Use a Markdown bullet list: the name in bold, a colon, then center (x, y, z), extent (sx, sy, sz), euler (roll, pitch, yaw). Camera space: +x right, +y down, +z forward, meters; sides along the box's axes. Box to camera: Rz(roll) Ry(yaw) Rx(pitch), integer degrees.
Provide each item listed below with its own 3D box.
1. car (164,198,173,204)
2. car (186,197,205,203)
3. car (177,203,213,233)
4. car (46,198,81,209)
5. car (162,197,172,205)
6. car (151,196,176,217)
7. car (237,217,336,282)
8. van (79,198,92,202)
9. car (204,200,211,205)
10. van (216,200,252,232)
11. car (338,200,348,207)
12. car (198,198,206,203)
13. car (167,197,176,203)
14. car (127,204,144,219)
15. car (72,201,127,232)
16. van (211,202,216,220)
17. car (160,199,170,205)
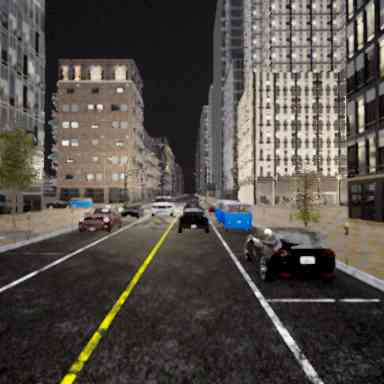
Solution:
- **car**: center (-5.689, 2.176, 81.471), extent (1.802, 1.307, 4.206), euler (1, 0, 0)
- **car**: center (0.093, 1.652, 38.672), extent (2.097, 1.767, 4.553), euler (0, 0, 0)
- **car**: center (0.098, 1.675, 21.049), extent (1.837, 1.490, 4.892), euler (0, 0, 0)
- **car**: center (-19.849, 2.008, 50.655), extent (4.403, 1.369, 2.008), euler (0, -1, 1)
- **car**: center (-5.686, 1.999, 75.822), extent (1.967, 1.590, 4.097), euler (1, 0, 0)
- **car**: center (-3.004, 1.493, 35.420), extent (2.150, 2.045, 5.566), euler (0, 0, 0)
- **car**: center (2.699, 1.646, 9.841), extent (1.947, 1.339, 4.313), euler (1, 0, 0)
- **van**: center (-19.742, 1.975, 59.037), extent (3.998, 1.788, 1.690), euler (0, -1, 1)
- **car**: center (2.696, 1.836, 37.726), extent (1.887, 1.381, 4.507), euler (1, 0, 0)
- **van**: center (2.701, 1.509, 20.998), extent (1.690, 1.788, 3.998), euler (1, 0, 0)
- **car**: center (27.961, 1.846, 58.442), extent (4.313, 1.339, 1.947), euler (0, -1, 1)
- **car**: center (2.691, 2.174, 87.123), extent (1.887, 1.381, 4.507), euler (1, 0, 0)
- **car**: center (-5.690, 2.217, 92.774), extent (2.008, 1.369, 4.403), euler (1, 0, 0)
- **car**: center (-5.684, 1.817, 32.154), extent (1.947, 1.339, 4.313), euler (1, 0, 0)
- **car**: center (-5.681, 1.608, 21.006), extent (1.967, 1.590, 4.097), euler (1, 0, 0)
- **van**: center (2.700, 1.551, 26.574), extent (1.690, 1.788, 3.998), euler (1, 0, 0)
- **car**: center (-5.688, 2.104, 70.168), extent (1.802, 1.307, 4.206), euler (1, 0, 0)
